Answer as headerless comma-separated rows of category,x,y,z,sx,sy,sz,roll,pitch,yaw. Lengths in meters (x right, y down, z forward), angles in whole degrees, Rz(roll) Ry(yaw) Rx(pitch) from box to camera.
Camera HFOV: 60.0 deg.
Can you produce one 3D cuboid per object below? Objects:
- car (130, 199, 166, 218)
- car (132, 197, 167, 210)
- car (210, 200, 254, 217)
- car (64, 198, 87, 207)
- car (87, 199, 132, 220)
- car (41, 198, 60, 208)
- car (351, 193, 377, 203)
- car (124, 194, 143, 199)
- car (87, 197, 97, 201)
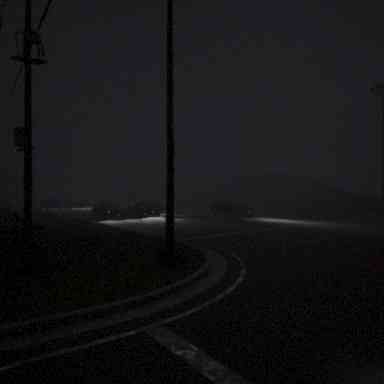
car,-4.591,1.605,31.157,1.994,1.385,4.181,0,0,-34
car,-4.372,1.594,37.042,2.033,1.411,5.357,0,0,-34
car,3.719,1.520,31.399,2.128,1.511,4.902,0,0,-34
car,-18.304,1.681,51.372,1.895,1.301,4.718,0,0,-34
car,-7.254,1.567,28.851,1.812,1.442,4.674,0,0,-34
car,-20.808,1.587,48.818,1.837,1.490,4.892,0,-1,-34
car,36.939,1.257,71.605,2.150,2.045,5.566,0,0,-19
car,-8.280,1.285,49.005,2.150,2.045,5.566,0,0,-34
car,-16.534,1.593,55.018,1.837,1.490,4.892,0,0,-34
